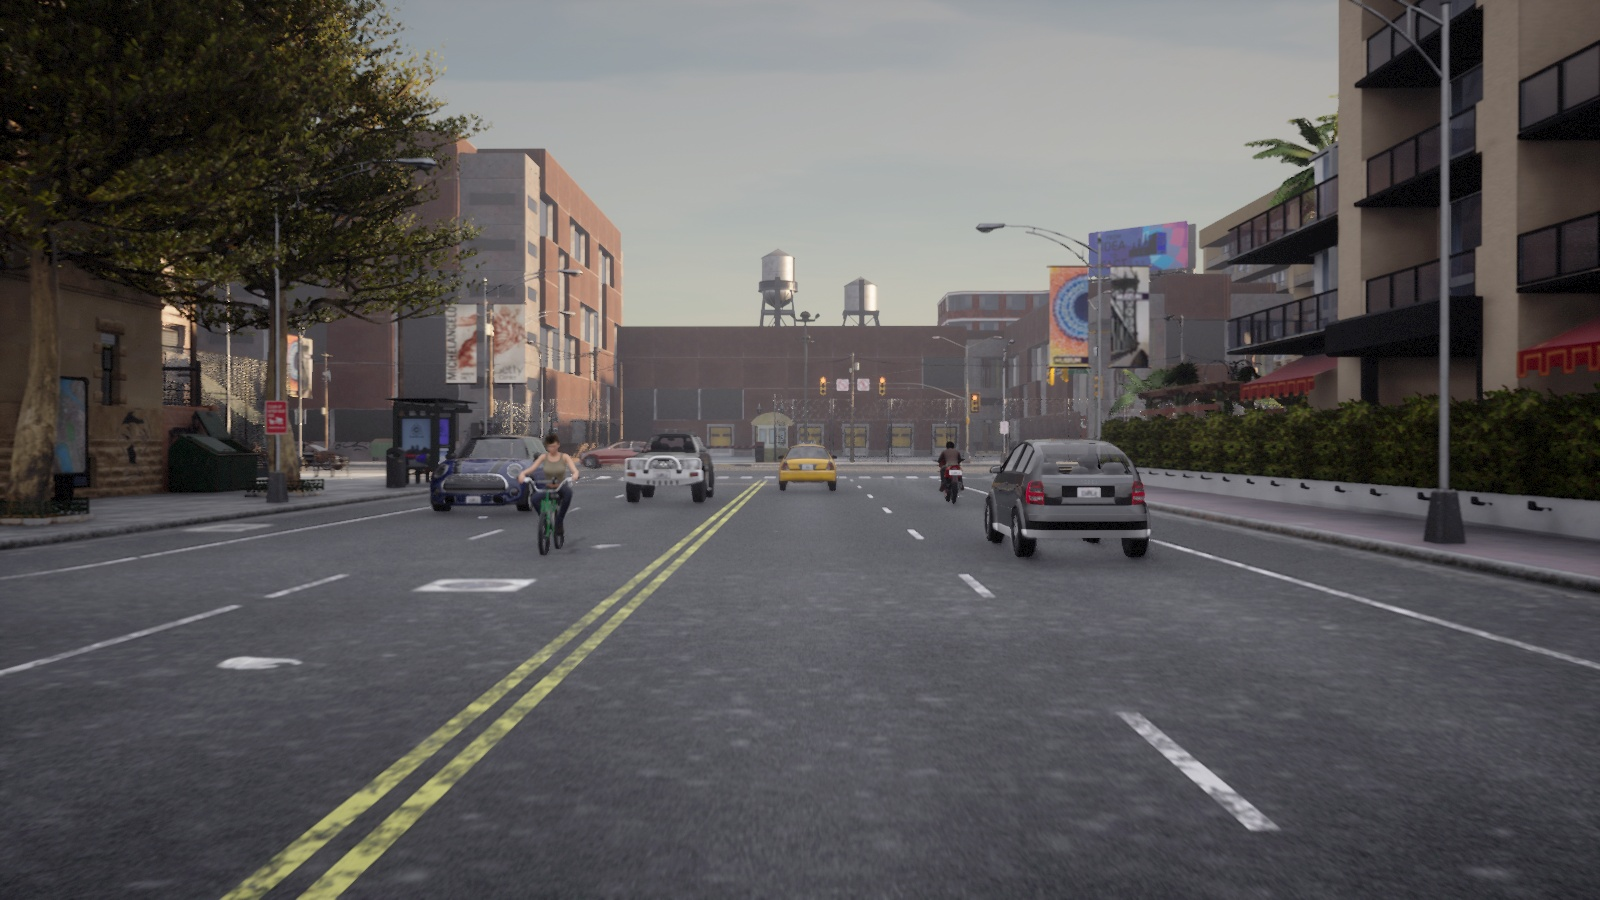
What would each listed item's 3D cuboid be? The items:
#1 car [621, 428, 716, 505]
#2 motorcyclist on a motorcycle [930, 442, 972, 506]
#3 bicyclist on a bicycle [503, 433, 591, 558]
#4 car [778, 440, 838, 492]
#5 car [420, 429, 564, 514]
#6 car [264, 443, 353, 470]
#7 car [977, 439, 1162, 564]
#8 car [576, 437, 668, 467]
[{"bbox_3d":[-3.302,0.379,32.308,1.932,1.855,4.605,0,0,0],"label":"car"},{"bbox_3d":[3.689,0.558,30.754,0.797,1.523,2.044,0,0,0],"label":"motorcyclist on a motorcycle"},{"bbox_3d":[-3.381,0.585,16.920,0.866,1.612,1.509,0,0,1],"label":"bicyclist on a bicycle"},{"bbox_3d":[0.244,0.458,40.420,1.801,1.575,5.366,0,0,0],"label":"car"},{"bbox_3d":[-6.824,0.440,28.337,2.097,1.767,4.553,0,0,0],"label":"car"},{"bbox_3d":[-27.099,0.348,69.303,4.193,1.474,1.816,0,0,2],"label":"car"},{"bbox_3d":[3.614,0.630,17.480,1.789,1.549,3.705,0,0,0],"label":"car"},{"bbox_3d":[-10.261,0.108,72.524,5.027,1.651,2.152,0,0,0],"label":"car"}]
